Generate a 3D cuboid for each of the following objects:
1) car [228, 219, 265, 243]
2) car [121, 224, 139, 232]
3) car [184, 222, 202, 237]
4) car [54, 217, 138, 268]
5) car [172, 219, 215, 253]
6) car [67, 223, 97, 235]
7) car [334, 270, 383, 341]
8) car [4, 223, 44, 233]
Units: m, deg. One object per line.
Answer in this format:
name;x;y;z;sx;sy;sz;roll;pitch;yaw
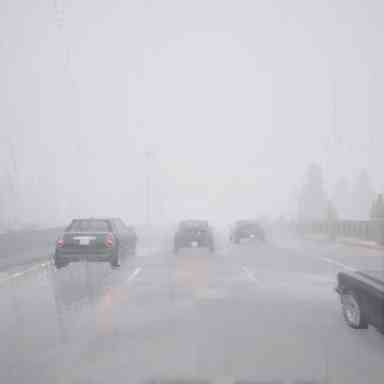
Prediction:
car;3.599;2.604;22.327;1.837;1.490;4.892;0;-5;0
car;-10.501;6.136;56.868;2.033;1.411;5.357;0;-6;0
car;0.098;3.875;34.916;1.837;1.490;4.892;0;-5;0
car;-3.400;1.721;12.668;2.097;1.767;4.553;0;-3;0
car;0.100;2.114;16.466;1.837;1.490;4.892;0;-4;0
car;-14.015;4.726;42.910;2.033;1.411;5.357;0;-6;0
car;3.600;1.650;4.138;1.895;1.301;4.718;0;-1;0
car;-17.533;3.953;35.262;2.033;1.411;5.357;0;-6;1
